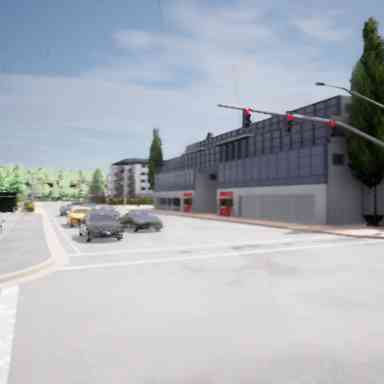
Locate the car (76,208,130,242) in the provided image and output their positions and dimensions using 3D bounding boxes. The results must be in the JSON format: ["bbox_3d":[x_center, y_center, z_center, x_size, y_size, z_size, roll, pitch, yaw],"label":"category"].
[{"bbox_3d":[-5.201,1.862,18.863,1.837,1.490,4.892,1,-1,-25],"label":"car"}]

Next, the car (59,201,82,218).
[{"bbox_3d":[-15.023,2.249,40.409,2.128,1.511,4.902,1,-1,-24],"label":"car"}]

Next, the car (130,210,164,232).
[{"bbox_3d":[-3.695,2.002,23.913,2.033,1.411,5.357,1,-1,-25],"label":"car"}]

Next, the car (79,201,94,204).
[{"bbox_3d":[-15.482,2.418,50.037,1.882,1.535,5.008,1,-1,-24],"label":"car"}]

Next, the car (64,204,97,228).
[{"bbox_3d":[-9.049,1.990,27.199,1.882,1.535,5.008,1,-1,-25],"label":"car"}]

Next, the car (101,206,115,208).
[{"bbox_3d":[-8.886,2.214,35.311,2.033,1.411,5.357,1,-1,-24],"label":"car"}]
